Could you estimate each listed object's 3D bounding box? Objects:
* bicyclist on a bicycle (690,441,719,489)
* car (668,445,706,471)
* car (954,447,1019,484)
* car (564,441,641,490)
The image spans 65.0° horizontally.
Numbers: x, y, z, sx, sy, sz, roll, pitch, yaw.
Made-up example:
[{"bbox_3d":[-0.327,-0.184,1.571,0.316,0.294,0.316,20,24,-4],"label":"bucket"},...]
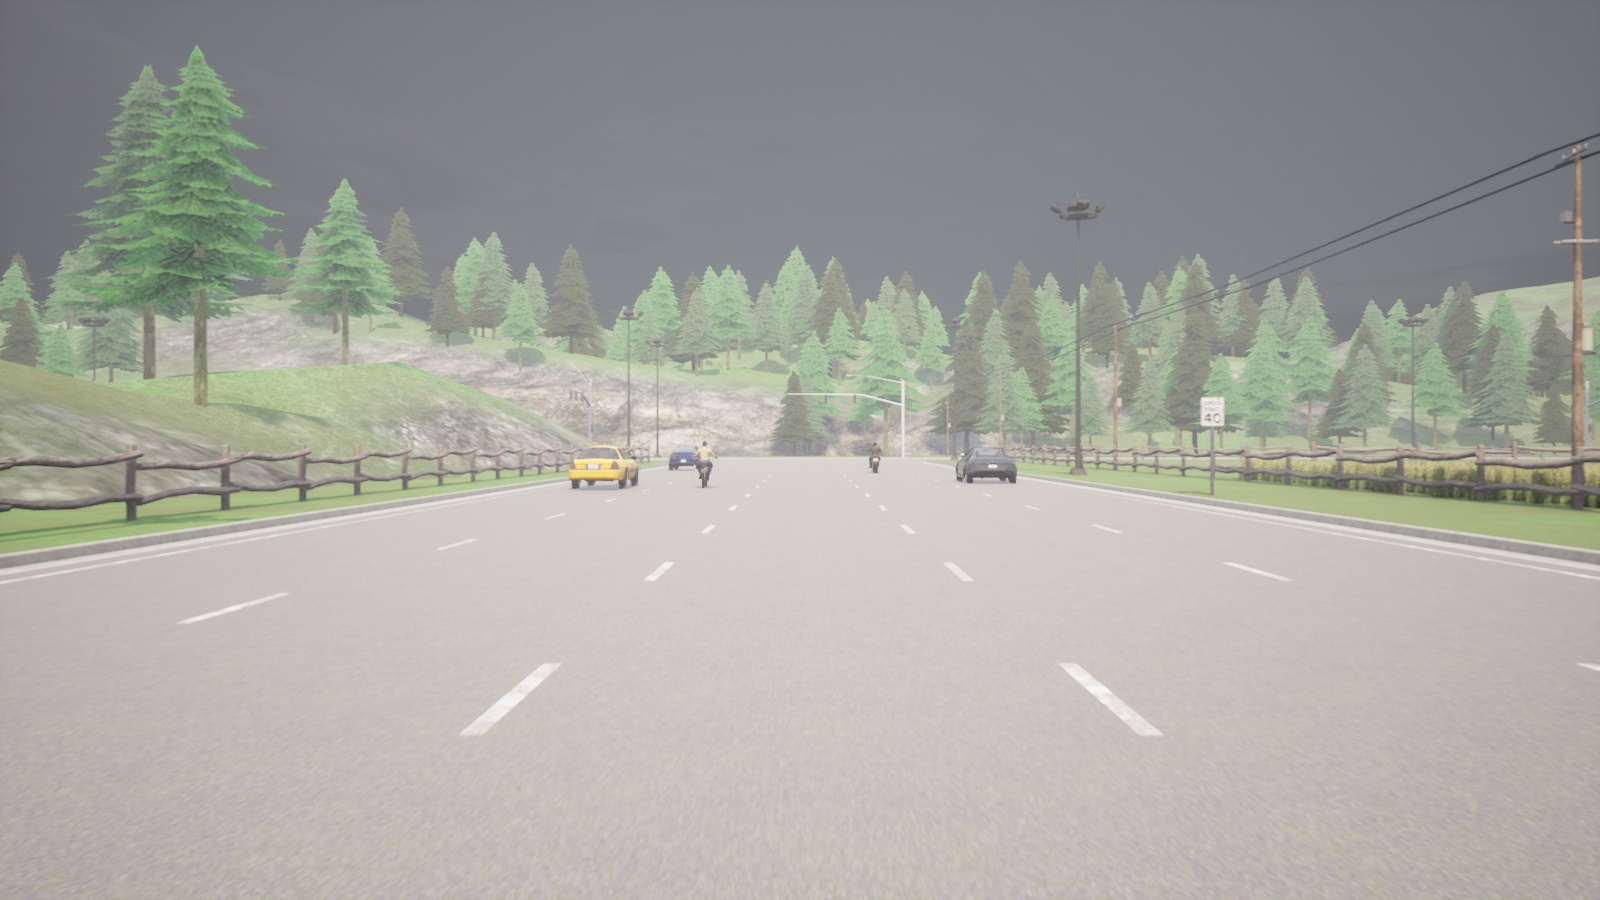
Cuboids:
[{"bbox_3d":[-3.247,0.492,42.845,0.866,1.612,1.509,0,0,1],"label":"bicyclist on a bicycle"},{"bbox_3d":[-6.570,0.443,73.373,1.812,1.442,4.674,0,0,0],"label":"car"},{"bbox_3d":[7.296,0.598,49.493,1.994,1.385,4.181,0,0,0],"label":"car"},{"bbox_3d":[-6.739,0.488,43.428,1.801,1.575,5.366,0,0,0],"label":"car"}]
